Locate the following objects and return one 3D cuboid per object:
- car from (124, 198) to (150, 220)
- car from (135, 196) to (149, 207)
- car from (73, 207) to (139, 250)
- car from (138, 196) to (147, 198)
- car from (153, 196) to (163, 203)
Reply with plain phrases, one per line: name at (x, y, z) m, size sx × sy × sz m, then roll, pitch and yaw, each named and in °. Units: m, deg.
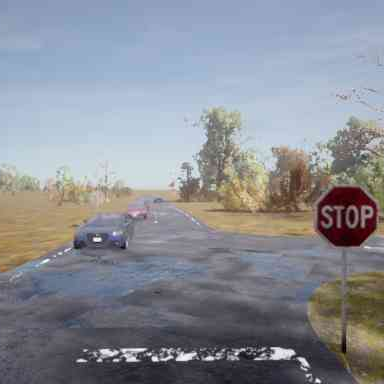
car at (-4.693, 1.522, 28.156) m, size 1.812 × 1.442 × 4.674 m, roll 0°, pitch 0°, yaw -6°
car at (-7.949, 1.479, 53.446) m, size 2.128 × 1.511 × 4.902 m, roll 0°, pitch 0°, yaw -8°
car at (-3.589, 1.563, 14.187) m, size 1.994 × 1.385 × 4.181 m, roll 0°, pitch 0°, yaw -4°
car at (-6.180, 1.557, 40.487) m, size 1.994 × 1.385 × 4.181 m, roll 0°, pitch 0°, yaw -8°
car at (-6.973, 1.510, 69.344) m, size 1.812 × 1.442 × 4.674 m, roll 0°, pitch 0°, yaw -8°
